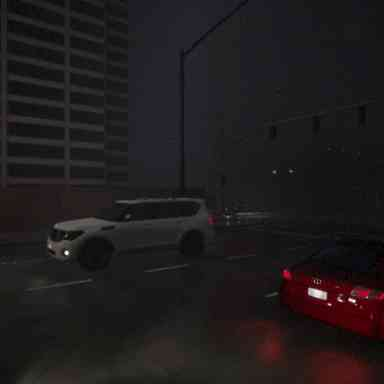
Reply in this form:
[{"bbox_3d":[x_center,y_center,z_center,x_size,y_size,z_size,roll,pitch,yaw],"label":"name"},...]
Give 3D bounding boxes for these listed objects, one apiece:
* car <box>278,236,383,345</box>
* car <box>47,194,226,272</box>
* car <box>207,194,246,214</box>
[{"bbox_3d":[3.608,1.564,6.372,4.181,1.385,1.994,0,0,-35],"label":"car"},{"bbox_3d":[-1.803,1.221,11.180,5.566,2.045,2.150,0,0,-33],"label":"car"},{"bbox_3d":[2.614,1.221,34.782,2.150,2.045,5.566,0,0,-36],"label":"car"}]
